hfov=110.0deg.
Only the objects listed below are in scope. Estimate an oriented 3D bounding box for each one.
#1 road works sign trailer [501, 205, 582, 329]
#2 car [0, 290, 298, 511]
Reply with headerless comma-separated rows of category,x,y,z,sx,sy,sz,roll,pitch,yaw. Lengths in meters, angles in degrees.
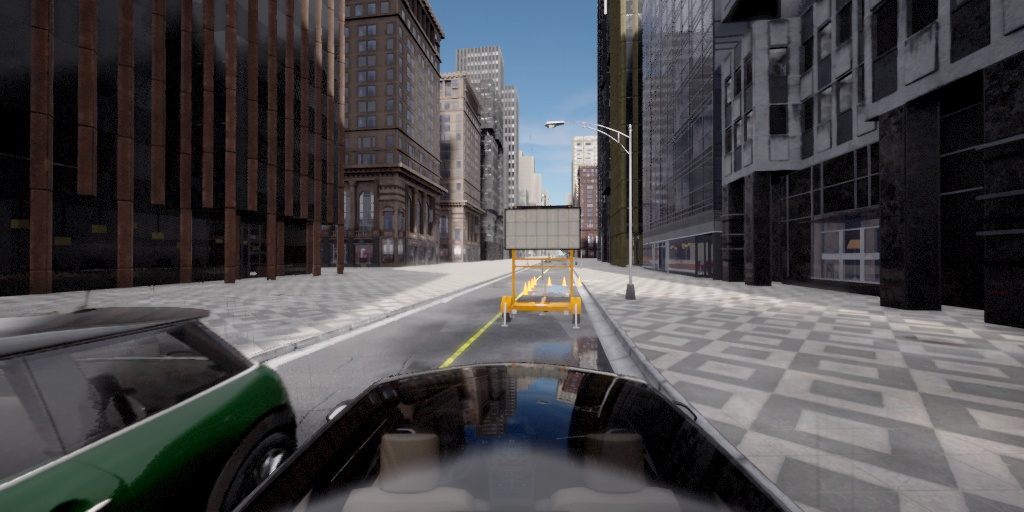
road works sign trailer,0.976,0.211,11.411,2.380,3.560,2.880,0,0,8
car,-2.705,1.101,0.851,2.097,1.767,4.553,0,0,0
